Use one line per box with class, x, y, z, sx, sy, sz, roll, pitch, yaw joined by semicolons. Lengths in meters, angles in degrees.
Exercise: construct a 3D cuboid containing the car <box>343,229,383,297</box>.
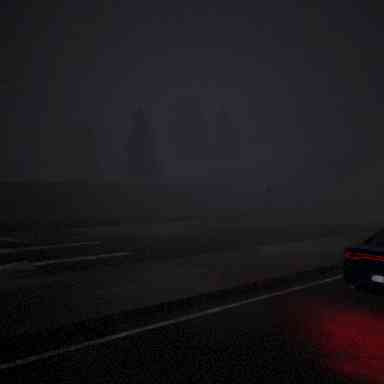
car;5.514;1.477;7.679;5.008;1.535;1.882;0;0;-35
